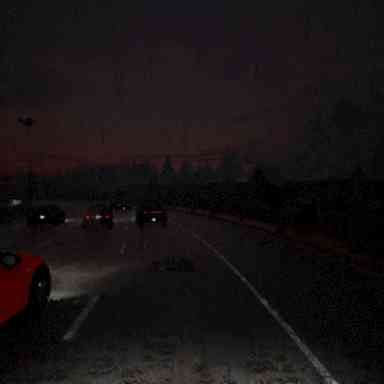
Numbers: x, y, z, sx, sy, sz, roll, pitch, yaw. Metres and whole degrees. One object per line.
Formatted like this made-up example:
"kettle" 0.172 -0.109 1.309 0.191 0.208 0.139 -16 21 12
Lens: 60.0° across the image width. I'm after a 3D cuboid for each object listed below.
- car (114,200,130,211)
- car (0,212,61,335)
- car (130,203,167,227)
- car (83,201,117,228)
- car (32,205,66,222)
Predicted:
"car" -8.935 1.625 41.258 1.895 1.301 4.718 0 0 -23
"car" -3.740 1.363 4.692 2.097 1.767 4.553 0 0 -3
"car" -2.926 1.495 23.071 2.128 1.511 4.902 0 0 -13
"car" -6.300 1.568 22.540 2.033 1.411 5.357 0 0 -14
"car" -10.241 1.603 23.616 1.994 1.385 4.181 0 0 -14
